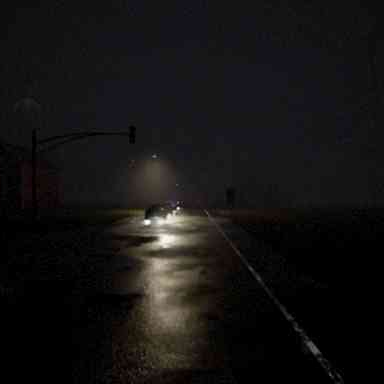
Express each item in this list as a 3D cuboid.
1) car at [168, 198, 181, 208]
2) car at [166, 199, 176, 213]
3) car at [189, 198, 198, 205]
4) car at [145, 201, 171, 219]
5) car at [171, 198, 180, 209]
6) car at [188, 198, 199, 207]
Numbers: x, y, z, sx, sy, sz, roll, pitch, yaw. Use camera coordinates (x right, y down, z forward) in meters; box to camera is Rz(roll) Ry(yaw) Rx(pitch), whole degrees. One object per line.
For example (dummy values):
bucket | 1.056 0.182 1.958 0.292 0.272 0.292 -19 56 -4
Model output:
car | -3.229 1.926 60.840 2.097 1.767 4.553 0 0 0
car | -3.393 1.929 41.512 1.812 1.442 4.674 0 -1 0
car | 0.331 2.183 74.726 1.837 1.490 4.892 0 0 0
car | -3.441 1.888 32.851 1.994 1.385 4.181 0 -1 0
car | -3.333 1.965 50.863 1.882 1.535 5.008 0 -1 1
car | 0.289 2.168 65.133 1.994 1.385 4.181 0 0 0
